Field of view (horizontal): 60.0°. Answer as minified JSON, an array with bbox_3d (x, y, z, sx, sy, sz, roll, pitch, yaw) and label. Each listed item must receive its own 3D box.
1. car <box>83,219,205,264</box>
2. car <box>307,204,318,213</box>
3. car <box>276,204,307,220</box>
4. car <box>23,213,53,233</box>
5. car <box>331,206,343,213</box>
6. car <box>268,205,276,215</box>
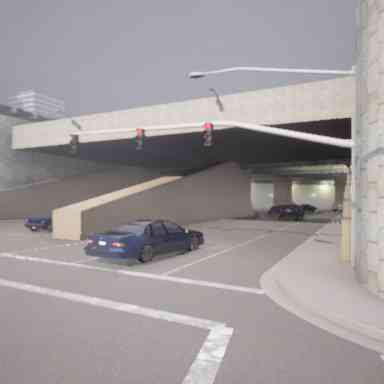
[{"bbox_3d":[-1.543,1.743,12.779,2.033,1.411,5.357,0,-1,32],"label":"car"},{"bbox_3d":[18.508,2.647,54.062,5.008,1.535,1.882,1,-1,-38],"label":"car"},{"bbox_3d":[11.392,2.148,37.881,2.097,1.767,4.553,0,-1,27],"label":"car"},{"bbox_3d":[-8.507,1.877,21.910,1.895,1.301,4.718,0,-1,26],"label":"car"},{"bbox_3d":[24.918,2.846,54.125,4.718,1.301,1.895,1,-1,-32],"label":"car"},{"bbox_3d":[11.998,2.476,46.136,1.812,1.442,4.674,0,-1,33],"label":"car"}]
